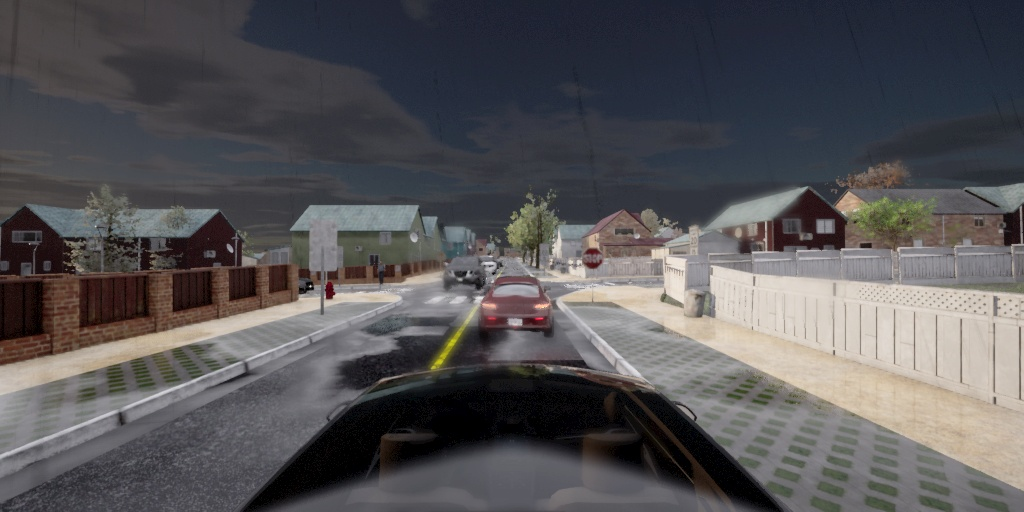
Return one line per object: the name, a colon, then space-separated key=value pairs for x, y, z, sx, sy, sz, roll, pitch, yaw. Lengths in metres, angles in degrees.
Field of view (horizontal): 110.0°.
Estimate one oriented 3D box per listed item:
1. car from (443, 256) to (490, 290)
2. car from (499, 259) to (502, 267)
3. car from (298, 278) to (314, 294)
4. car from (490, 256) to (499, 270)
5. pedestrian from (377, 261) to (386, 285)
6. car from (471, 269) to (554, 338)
car: x=-2.857 y=0.994 z=22.646 sx=2.150 sy=2.045 sz=5.566 roll=0 pitch=0 yaw=0
car: x=-2.808 y=1.240 z=52.767 sx=2.128 sy=1.511 sz=4.902 roll=0 pitch=0 yaw=0
car: x=-14.078 y=1.576 z=20.678 sx=4.892 sy=1.490 sz=1.837 roll=-2 pitch=-1 yaw=-1
car: x=-2.827 y=0.971 z=38.212 sx=2.150 sy=2.045 sz=5.566 roll=0 pitch=0 yaw=0
pedestrian: x=-9.680 y=1.212 z=26.548 sx=0.375 sy=1.860 sz=0.375 roll=0 pitch=0 yaw=0
car: x=0.138 y=1.278 z=10.123 sx=1.812 sy=1.442 sz=4.674 roll=0 pitch=0 yaw=2
